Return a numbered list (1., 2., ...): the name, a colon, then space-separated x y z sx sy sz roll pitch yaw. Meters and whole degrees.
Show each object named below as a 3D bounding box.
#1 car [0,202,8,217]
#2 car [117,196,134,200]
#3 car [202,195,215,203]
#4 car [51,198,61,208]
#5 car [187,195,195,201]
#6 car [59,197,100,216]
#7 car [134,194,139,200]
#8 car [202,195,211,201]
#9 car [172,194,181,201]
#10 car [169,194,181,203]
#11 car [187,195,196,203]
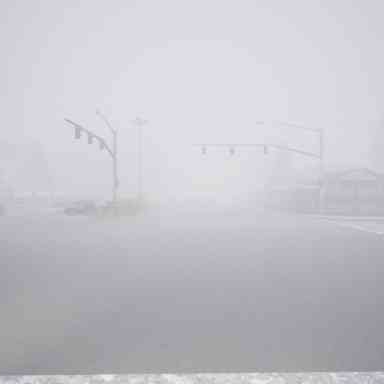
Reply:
1. car: -17.671 1.457 28.300 1.837 1.490 4.892 0 0 0
2. car: -10.720 1.505 51.056 1.895 1.301 4.718 0 0 0
3. car: 3.443 1.422 63.579 2.033 1.411 5.357 0 0 0
4. car: -17.709 1.480 45.877 1.994 1.385 4.181 0 0 0
5. car: -0.193 1.444 77.929 1.895 1.301 4.718 0 0 0
6. car: -10.680 1.488 32.411 2.033 1.411 5.357 0 0 0
7. car: -10.677 1.221 67.028 2.097 1.767 4.553 0 0 0
8. car: 3.307 1.400 77.781 1.994 1.385 4.181 0 0 0
9. car: -3.697 1.322 80.320 1.882 1.535 5.008 0 0 0
10. car: -3.566 1.471 67.008 1.895 1.301 4.718 0 0 0
11. car: -0.059 1.423 63.564 2.033 1.411 5.357 0 0 0
